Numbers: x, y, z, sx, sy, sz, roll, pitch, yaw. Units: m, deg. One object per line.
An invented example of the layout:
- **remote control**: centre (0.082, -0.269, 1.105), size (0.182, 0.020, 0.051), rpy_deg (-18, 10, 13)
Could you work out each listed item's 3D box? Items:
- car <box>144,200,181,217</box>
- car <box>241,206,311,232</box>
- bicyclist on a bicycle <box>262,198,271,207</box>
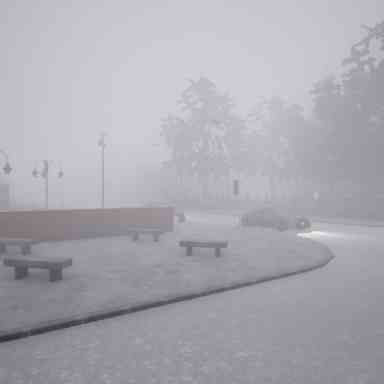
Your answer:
- **car**: centre (-2.822, 1.503, 30.902), size (1.837, 1.490, 4.892), rpy_deg (0, 0, -35)
- **car**: centre (4.959, 1.561, 20.028), size (1.994, 1.385, 4.181), rpy_deg (0, 0, -37)
- **bicyclist on a bicycle**: centre (7.079, 1.345, 31.453), size (1.656, 1.620, 0.582), rpy_deg (0, 0, -35)
